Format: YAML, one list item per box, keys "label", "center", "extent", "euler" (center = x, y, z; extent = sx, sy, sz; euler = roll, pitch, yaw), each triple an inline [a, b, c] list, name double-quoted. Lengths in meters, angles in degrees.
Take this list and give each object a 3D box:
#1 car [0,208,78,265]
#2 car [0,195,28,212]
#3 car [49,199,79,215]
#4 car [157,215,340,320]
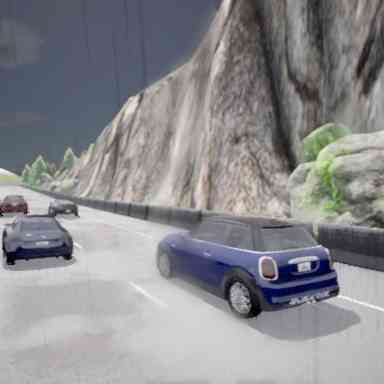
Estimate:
- label: "car"
  center: [-5.492, 1.493, 11.700]
  extent: [1.994, 1.385, 4.181]
  euler: [0, 1, -30]
- label: "car"
  center: [-15.576, 1.049, 29.034]
  extent: [2.097, 1.767, 4.553]
  euler: [0, 1, -30]
- label: "car"
  center: [-10.650, 1.274, 27.526]
  extent: [1.812, 1.442, 4.674]
  euler: [0, 1, -30]
- label: "car"
  center: [0.904, 1.319, 7.664]
  extent: [2.097, 1.767, 4.553]
  euler: [0, 0, -30]
